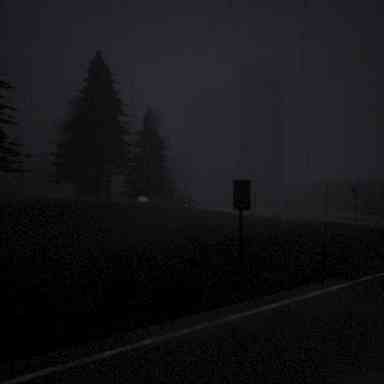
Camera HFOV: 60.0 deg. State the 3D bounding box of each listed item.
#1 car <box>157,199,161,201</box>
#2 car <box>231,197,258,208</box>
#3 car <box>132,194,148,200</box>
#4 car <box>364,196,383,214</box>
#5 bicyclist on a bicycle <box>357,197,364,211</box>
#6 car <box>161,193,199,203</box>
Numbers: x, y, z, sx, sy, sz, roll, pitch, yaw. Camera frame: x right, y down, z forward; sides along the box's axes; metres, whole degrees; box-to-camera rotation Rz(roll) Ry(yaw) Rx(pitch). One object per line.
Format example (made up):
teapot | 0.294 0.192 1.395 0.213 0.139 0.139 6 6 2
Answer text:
car | -4.013 1.470 52.340 1.812 1.442 4.674 0 0 -34
car | 7.288 1.447 46.645 3.988 1.617 1.851 0 0 -36
car | -9.961 1.165 60.766 2.150 2.045 5.566 0 0 -35
car | 18.873 1.329 34.190 1.905 1.878 3.866 0 0 24
bicyclist on a bicycle | 19.533 1.444 38.900 1.656 1.620 0.582 0 0 -12
car | -1.323 1.154 42.142 2.150 2.045 5.566 0 0 -35
